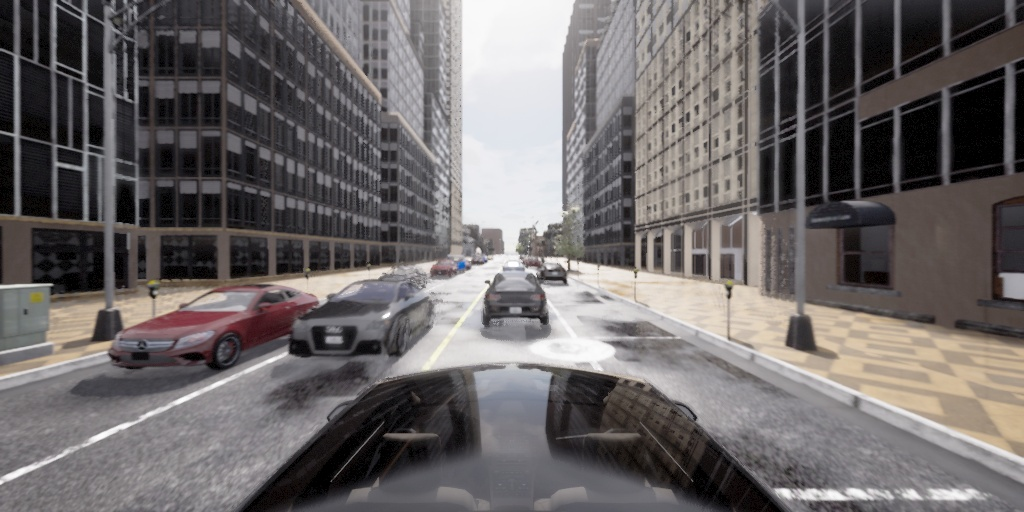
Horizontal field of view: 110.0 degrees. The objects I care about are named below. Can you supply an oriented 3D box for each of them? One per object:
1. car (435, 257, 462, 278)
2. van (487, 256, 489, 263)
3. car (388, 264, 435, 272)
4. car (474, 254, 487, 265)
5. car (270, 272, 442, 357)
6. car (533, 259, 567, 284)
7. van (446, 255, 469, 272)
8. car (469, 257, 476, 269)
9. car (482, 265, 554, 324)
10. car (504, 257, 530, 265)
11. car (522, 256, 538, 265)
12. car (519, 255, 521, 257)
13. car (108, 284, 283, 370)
[{"bbox_3d":[-5.677,1.037,30.356,1.888,1.381,4.507,0,0,0],"label":"car"},{"bbox_3d":[-5.658,0.515,64.509,1.690,1.789,3.998,0,0,0],"label":"van"},{"bbox_3d":[-5.683,1.145,18.972,2.007,1.370,4.403,0,0,0],"label":"car"},{"bbox_3d":[-5.662,0.668,58.816,1.967,1.591,4.097,0,0,0],"label":"car"},{"bbox_3d":[-3.097,1.255,8.238,1.994,1.385,4.181,0,1,0],"label":"car"},{"bbox_3d":[2.700,1.113,24.647,1.948,1.339,4.313,0,0,0],"label":"car"},{"bbox_3d":[-5.674,0.781,36.049,1.690,1.789,3.998,0,0,0],"label":"van"},{"bbox_3d":[-5.671,0.969,41.741,1.802,1.307,4.207,0,0,0],"label":"car"},{"bbox_3d":[0.088,1.190,11.395,1.812,1.442,4.674,0,1,0],"label":"car"},{"bbox_3d":[0.112,1.055,28.911,2.033,1.411,5.357,0,1,0],"label":"car"},{"bbox_3d":[2.713,0.779,47.413,1.967,1.591,4.097,0,0,0],"label":"car"},{"bbox_3d":[2.722,0.704,64.659,1.751,1.417,4.829,0,0,0],"label":"car"},{"bbox_3d":[-5.689,1.278,7.587,1.802,1.307,4.207,0,0,0],"label":"car"}]
